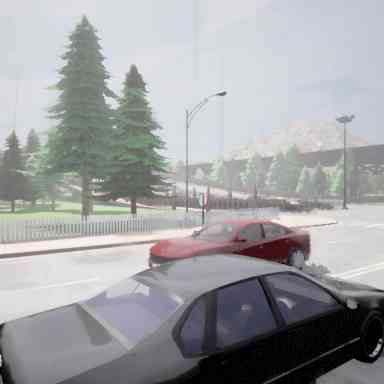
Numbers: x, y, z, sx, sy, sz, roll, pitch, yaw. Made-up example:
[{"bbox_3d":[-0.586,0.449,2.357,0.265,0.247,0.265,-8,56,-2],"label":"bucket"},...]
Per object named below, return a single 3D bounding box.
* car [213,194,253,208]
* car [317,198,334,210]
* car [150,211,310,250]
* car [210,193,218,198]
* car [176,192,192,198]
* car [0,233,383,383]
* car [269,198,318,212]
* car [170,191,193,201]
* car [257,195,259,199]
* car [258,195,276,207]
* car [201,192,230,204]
[{"bbox_3d":[5.484,1.453,44.024,2.128,1.511,4.902,0,1,-37],"label":"car"},{"bbox_3d":[15.573,1.485,42.315,2.128,1.511,4.902,0,0,-37],"label":"car"},{"bbox_3d":[1.198,1.477,9.131,5.008,1.535,1.882,0,0,-35],"label":"car"},{"bbox_3d":[5.227,1.315,50.153,2.128,1.511,4.902,0,2,-37],"label":"car"},{"bbox_3d":[-0.935,1.113,52.502,1.994,1.385,4.181,0,4,-37],"label":"car"},{"bbox_3d":[0.533,1.547,4.125,5.357,1.411,2.033,0,0,-35],"label":"car"},{"bbox_3d":[10.990,1.600,36.709,1.895,1.301,4.718,0,0,-36],"label":"car"},{"bbox_3d":[-1.880,0.650,59.600,1.994,1.385,4.181,0,5,-37],"label":"car"},{"bbox_3d":[10.094,1.281,49.529,2.097,1.767,4.553,0,1,-37],"label":"car"},{"bbox_3d":[11.297,1.469,42.158,1.882,1.535,5.008,0,0,-37],"label":"car"},{"bbox_3d":[4.017,0.971,57.575,2.128,1.511,4.902,0,4,-37],"label":"car"}]
